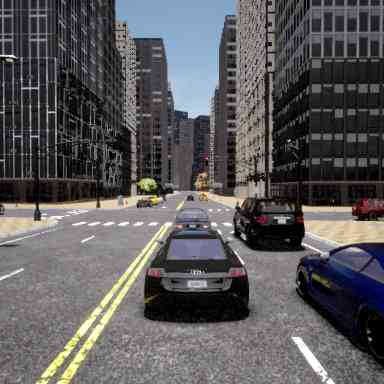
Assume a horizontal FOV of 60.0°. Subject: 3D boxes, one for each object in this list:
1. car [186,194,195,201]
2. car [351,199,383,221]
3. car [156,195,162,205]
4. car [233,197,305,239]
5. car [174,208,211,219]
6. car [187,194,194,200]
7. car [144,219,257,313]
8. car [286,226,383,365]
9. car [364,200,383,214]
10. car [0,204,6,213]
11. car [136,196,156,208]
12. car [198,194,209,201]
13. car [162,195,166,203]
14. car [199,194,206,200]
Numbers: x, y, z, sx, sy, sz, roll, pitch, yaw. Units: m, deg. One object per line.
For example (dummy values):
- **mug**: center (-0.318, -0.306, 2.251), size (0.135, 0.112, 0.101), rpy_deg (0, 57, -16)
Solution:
- **car**: center (-0.372, 1.426, 79.402), size (1.837, 1.490, 4.892), rpy_deg (0, 0, 0)
- **car**: center (16.071, 1.520, 27.913), size (5.009, 1.841, 2.192), rpy_deg (1, 0, 1)
- **car**: center (-6.850, 1.433, 57.096), size (1.882, 1.535, 5.008), rpy_deg (0, 0, 0)
- **car**: center (3.304, 1.213, 15.224), size (2.150, 2.045, 5.566), rpy_deg (0, 0, -2)
- **car**: center (0.021, 1.538, 16.994), size (2.033, 1.411, 5.357), rpy_deg (0, 0, 0)
- **car**: center (-0.419, 1.387, 89.461), size (1.882, 1.535, 5.008), rpy_deg (0, 0, 0)
- **car**: center (0.066, 1.560, 7.772), size (1.994, 1.385, 4.181), rpy_deg (0, 0, -1)
- **car**: center (3.333, 1.561, 5.803), size (1.994, 1.385, 4.181), rpy_deg (0, 0, -1)
- **car**: center (21.641, 1.643, 36.226), size (4.829, 1.417, 1.752), rpy_deg (1, 0, 1)
- **car**: center (-19.947, 1.345, 30.927), size (4.892, 1.490, 1.837), rpy_deg (1, 1, 1)
- **car**: center (-6.815, 1.529, 48.167), size (1.994, 1.385, 4.181), rpy_deg (0, 0, 0)
- **car**: center (2.883, 1.396, 78.641), size (1.882, 1.535, 5.008), rpy_deg (0, 0, 0)
- **car**: center (-6.841, 1.469, 66.544), size (1.812, 1.442, 4.674), rpy_deg (0, 0, 0)
- **car**: center (2.833, 1.242, 89.058), size (1.837, 1.490, 4.892), rpy_deg (0, 0, 0)
